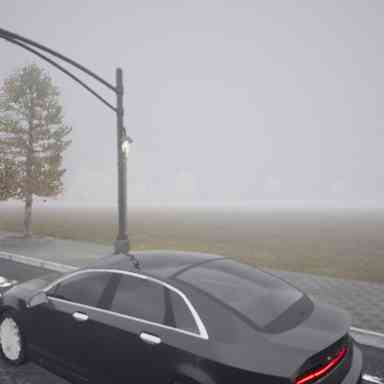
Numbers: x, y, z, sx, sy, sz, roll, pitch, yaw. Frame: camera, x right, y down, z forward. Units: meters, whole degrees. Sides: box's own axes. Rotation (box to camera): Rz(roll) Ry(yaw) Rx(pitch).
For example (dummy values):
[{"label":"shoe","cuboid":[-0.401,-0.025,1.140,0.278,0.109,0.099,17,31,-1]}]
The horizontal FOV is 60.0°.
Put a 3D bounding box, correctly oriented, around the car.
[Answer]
[{"label":"car","cuboid":[-0.621,1.514,4.163,4.892,1.490,1.837,0,0,36]}]
